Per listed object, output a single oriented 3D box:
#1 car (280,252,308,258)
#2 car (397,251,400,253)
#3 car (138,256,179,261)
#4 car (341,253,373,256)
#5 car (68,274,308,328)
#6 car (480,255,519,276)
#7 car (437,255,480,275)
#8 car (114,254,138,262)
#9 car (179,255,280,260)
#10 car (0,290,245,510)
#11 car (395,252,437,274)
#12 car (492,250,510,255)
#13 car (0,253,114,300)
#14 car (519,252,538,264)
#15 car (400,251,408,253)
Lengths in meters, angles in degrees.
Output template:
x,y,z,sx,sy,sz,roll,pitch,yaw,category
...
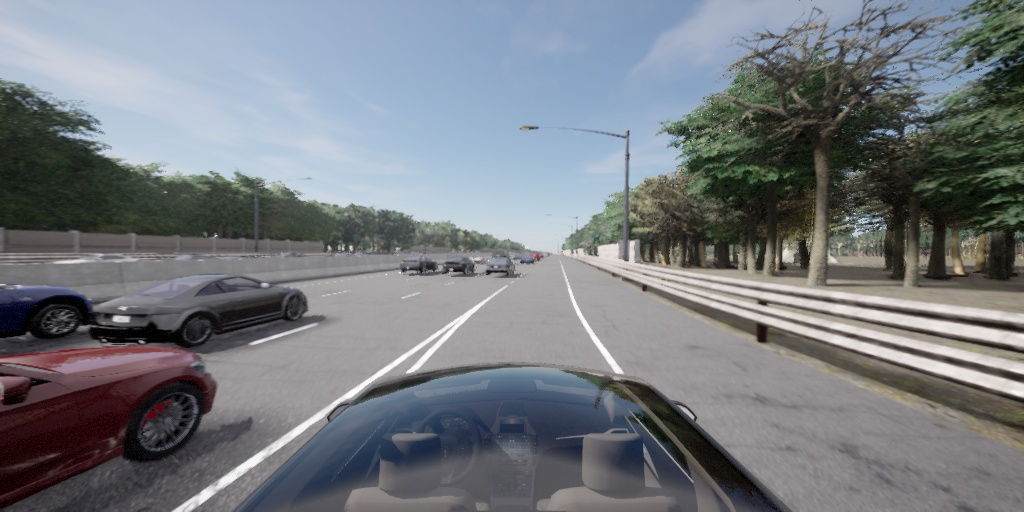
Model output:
x,y,z,sx,sy,sz,roll,pitch,yaw,category
-27.363,0.260,44.130,2.128,1.511,4.902,1,1,8,car
-18.322,0.005,59.741,2.097,1.767,4.553,1,1,8,car
-22.708,0.638,25.252,1.812,1.442,4.674,1,1,7,car
-17.181,0.502,41.124,1.994,1.385,4.181,1,1,7,car
-7.055,1.120,8.697,1.994,1.385,4.181,1,1,7,car
-0.902,0.861,29.685,2.033,1.411,5.357,1,1,7,car
-4.375,0.771,30.125,1.837,1.490,4.892,1,1,7,car
-29.691,0.543,25.808,1.812,1.442,4.674,1,1,7,car
-19.241,0.708,24.831,2.033,1.411,5.357,1,1,7,car
-4.364,1.216,2.020,1.812,1.442,4.674,1,1,7,car
-7.847,0.706,30.560,2.128,1.511,4.902,1,1,7,car
-1.626,0.189,52.056,2.150,2.045,5.566,1,1,7,car
-10.866,0.895,6.409,2.097,1.767,4.553,1,1,7,car
2.580,0.508,57.527,1.994,1.385,4.181,1,1,7,car
-15.240,0.229,56.387,2.128,1.511,4.902,1,1,8,car
